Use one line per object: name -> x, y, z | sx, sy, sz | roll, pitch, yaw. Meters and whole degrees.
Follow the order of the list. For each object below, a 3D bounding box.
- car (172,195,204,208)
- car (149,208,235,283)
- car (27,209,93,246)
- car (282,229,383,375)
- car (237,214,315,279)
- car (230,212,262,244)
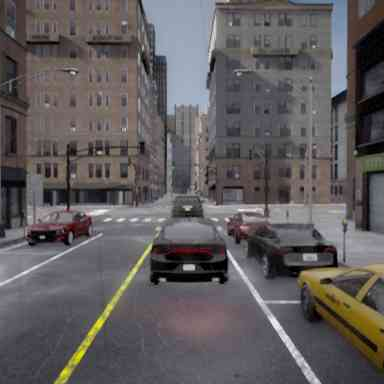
car -> -0.308, 1.200, 24.167 | 2.150, 2.045, 5.566 | 0, 0, 0
car -> -0.084, 1.469, 9.656 | 1.882, 1.535, 5.008 | 0, 0, -1
car -> -5.905, 1.530, 15.283 | 1.887, 1.381, 4.507 | -1, 0, -1
car -> 2.808, 1.521, 4.416 | 1.752, 1.417, 4.829 | -1, 0, -1
car -> 2.725, 1.557, 9.832 | 1.947, 1.339, 4.313 | -1, 0, -1
car -> 2.640, 1.567, 15.417 | 1.802, 1.307, 4.206 | -1, 0, -1
